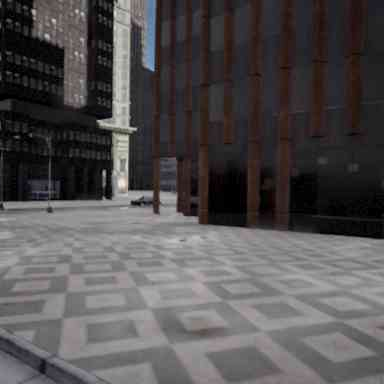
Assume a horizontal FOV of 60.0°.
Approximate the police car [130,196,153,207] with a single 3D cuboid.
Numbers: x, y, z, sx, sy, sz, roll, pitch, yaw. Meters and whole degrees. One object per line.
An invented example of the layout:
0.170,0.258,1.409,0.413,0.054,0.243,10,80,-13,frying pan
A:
-7.136,1.365,50.460,1.930,1.638,5.238,1,0,36,police car
